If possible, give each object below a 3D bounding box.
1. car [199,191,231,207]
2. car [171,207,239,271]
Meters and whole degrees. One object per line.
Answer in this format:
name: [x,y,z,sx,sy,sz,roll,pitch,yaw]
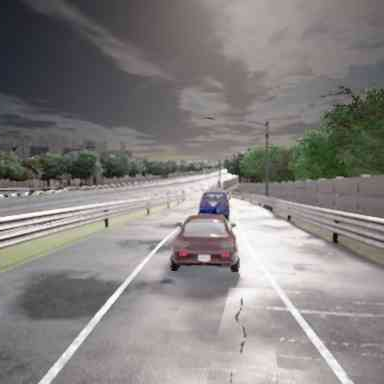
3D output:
car: [1.793,0.963,25.637,2.150,2.045,5.566,1,1,7]
car: [0.435,1.417,10.419,1.812,1.442,4.674,0,1,3]
